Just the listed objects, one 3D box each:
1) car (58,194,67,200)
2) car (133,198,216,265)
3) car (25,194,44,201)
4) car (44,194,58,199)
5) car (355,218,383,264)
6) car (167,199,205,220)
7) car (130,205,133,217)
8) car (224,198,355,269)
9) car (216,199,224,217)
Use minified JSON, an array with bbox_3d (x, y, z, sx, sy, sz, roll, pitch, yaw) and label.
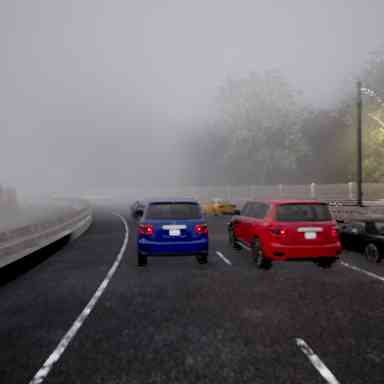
[{"bbox_3d":[-34.487,1.222,86.680,4.553,1.767,2.097,0,0,40],"label":"car"},{"bbox_3d":[-0.797,1.205,11.877,2.150,2.045,5.566,0,0,-7],"label":"car"},{"bbox_3d":[-39.004,1.469,81.315,4.718,1.301,1.895,0,0,39],"label":"car"},{"bbox_3d":[-36.728,1.214,83.974,4.553,1.767,2.097,0,0,39],"label":"car"},{"bbox_3d":[6.259,1.559,11.627,1.895,1.301,4.718,0,0,-6],"label":"car"},{"bbox_3d":[-0.660,1.445,28.639,2.128,1.511,4.902,0,0,-15],"label":"car"},{"bbox_3d":[-4.162,1.458,28.198,2.128,1.511,4.902,0,0,-15],"label":"car"},{"bbox_3d":[2.787,1.195,11.255,2.150,2.045,5.566,0,0,-6],"label":"car"},{"bbox_3d":[2.422,1.418,30.578,1.882,1.535,5.008,0,0,-16],"label":"car"}]
